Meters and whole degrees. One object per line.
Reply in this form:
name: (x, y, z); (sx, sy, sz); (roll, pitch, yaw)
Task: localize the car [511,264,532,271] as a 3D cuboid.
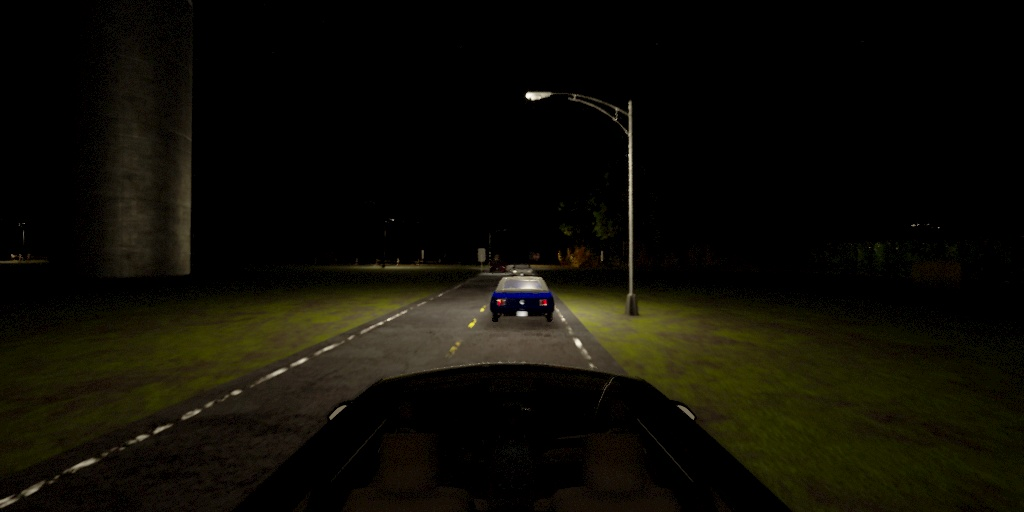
car: (0.907, 1.369, 33.235); (1.895, 1.301, 4.718); (0, 0, 2)

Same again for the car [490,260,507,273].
car: (-1.663, 1.266, 44.565); (1.882, 1.535, 5.008); (0, 0, 2)

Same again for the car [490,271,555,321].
car: (0.351, 1.355, 12.418); (1.895, 1.301, 4.718); (0, 0, 2)
